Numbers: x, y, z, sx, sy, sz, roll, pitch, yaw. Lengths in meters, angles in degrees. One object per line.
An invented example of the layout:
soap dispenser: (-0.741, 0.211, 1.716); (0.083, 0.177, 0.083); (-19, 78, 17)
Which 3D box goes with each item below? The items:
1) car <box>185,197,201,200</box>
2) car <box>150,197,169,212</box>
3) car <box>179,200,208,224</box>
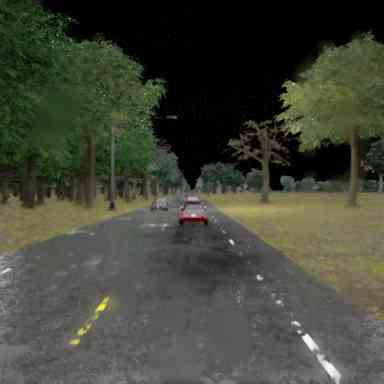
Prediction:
car: (0.102, 1.335, 41.748); (1.882, 1.535, 5.008); (0, 0, 0)
car: (-3.583, 1.378, 37.629); (1.837, 1.490, 4.892); (0, 0, 0)
car: (0.108, 1.488, 23.908); (1.994, 1.385, 4.181); (0, 0, 0)
